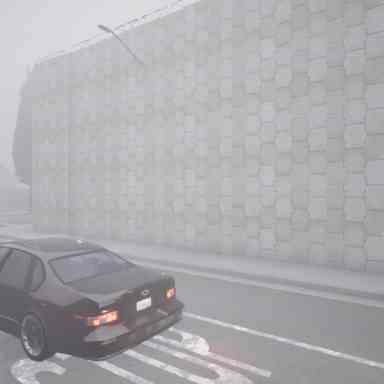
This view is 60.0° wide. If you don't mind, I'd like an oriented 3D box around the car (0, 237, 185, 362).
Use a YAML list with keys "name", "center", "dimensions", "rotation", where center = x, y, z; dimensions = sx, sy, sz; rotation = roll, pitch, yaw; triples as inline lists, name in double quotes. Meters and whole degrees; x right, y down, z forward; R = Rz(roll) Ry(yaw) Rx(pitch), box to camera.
- name: "car"
  center: [-2.693, 1.547, 5.902]
  dimensions: [5.357, 1.411, 2.033]
  rotation: [0, 0, 35]
